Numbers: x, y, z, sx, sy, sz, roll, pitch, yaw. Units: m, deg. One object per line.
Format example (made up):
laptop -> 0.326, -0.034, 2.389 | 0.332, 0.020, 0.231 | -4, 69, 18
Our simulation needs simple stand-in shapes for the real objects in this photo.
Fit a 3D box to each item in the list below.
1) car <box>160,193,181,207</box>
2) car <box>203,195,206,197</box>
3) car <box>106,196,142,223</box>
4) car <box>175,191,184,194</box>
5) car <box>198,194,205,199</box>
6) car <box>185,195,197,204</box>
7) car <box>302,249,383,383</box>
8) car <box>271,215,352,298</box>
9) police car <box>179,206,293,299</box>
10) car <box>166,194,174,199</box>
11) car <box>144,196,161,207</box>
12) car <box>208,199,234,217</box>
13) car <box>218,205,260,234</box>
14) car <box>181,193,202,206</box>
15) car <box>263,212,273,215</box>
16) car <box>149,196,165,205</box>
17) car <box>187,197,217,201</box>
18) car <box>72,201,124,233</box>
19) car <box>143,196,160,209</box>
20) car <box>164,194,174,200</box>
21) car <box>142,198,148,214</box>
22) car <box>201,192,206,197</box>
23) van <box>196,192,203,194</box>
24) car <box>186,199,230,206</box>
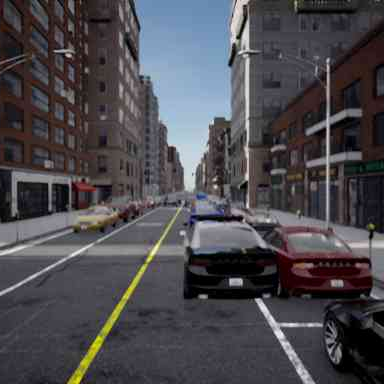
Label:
car -> -2.917, 1.298, 45.539 | 1.837, 1.490, 4.892 | 0, 0, 0
car -> 2.560, 1.394, 41.358 | 1.802, 1.307, 4.206 | 0, 0, 0
car -> -5.434, 1.201, 24.779 | 2.192, 1.841, 5.009 | 0, 0, 0
car -> -2.857, 1.091, 57.444 | 2.097, 1.767, 4.553 | 0, 0, 0
car -> 2.469, 1.168, 90.838 | 1.802, 1.307, 4.206 | 0, 0, 0
car -> -0.110, 1.279, 59.119 | 2.033, 1.411, 5.357 | 0, 0, 0
car -> 2.632, 1.552, 2.726 | 1.947, 1.339, 4.313 | 0, 0, 0
car -> 2.621, 1.506, 8.244 | 1.887, 1.381, 4.507 | 0, 0, 0
police car -> 0.712, 1.386, 8.512 | 1.930, 1.638, 5.238 | 0, 0, -2
car -> -5.545, 1.157, 85.134 | 1.887, 1.381, 4.507 | 0, 0, 0
car -> -5.475, 1.313, 46.683 | 1.752, 1.417, 4.829 | 0, 0, 0
car -> 2.581, 1.412, 30.320 | 2.008, 1.369, 4.403 | 0, 0, 0
car -> 2.601, 1.493, 19.282 | 1.802, 1.307, 4.206 | 0, 0, 0
car -> -0.063, 1.280, 46.415 | 2.128, 1.511, 4.902 | 0, 0, 0
car -> 2.611, 1.487, 13.763 | 2.008, 1.369, 4.403 | 0, 0, 0
car -> -5.485, 1.313, 52.372 | 2.008, 1.369, 4.403 | 0, 0, 0
car -> 0.779, 1.366, 24.421 | 1.882, 1.535, 5.008 | 0, 0, 0
car -> -5.419, 1.437, 19.093 | 1.752, 1.417, 4.829 | 0, 0, 0
car -> -5.465, 1.252, 41.335 | 1.967, 1.590, 4.097 | 0, 0, 0
car -> -5.535, 1.189, 79.453 | 2.008, 1.369, 4.403 | 0, 0, 0
car -> -5.444, 1.444, 30.298 | 1.802, 1.307, 4.206 | 0, 0, 0
car -> 2.550, 1.227, 46.876 | 1.967, 1.590, 4.097 | 0, 0, 0
van -> 2.490, 0.979, 79.475 | 1.690, 1.788, 3.998 | 0, 0, 0
car -> 0.790, 1.393, 18.421 | 1.882, 1.535, 5.008 | 0, 0, 0
